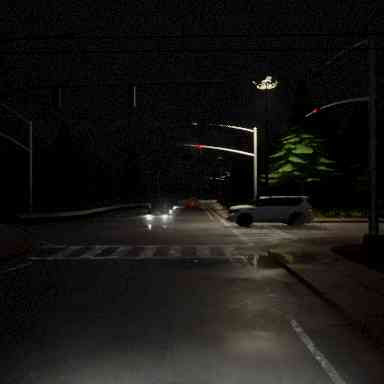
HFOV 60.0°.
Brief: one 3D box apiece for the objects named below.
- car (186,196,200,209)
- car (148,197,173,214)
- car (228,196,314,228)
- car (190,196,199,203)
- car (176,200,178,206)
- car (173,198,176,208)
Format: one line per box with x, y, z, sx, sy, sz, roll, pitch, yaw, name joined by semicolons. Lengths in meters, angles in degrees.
0.082;1.601;49.230;1.882;1.535;5.008;0;0;0;car
-3.612;1.464;36.691;2.097;1.767;4.553;0;0;0;car
5.173;1.274;22.171;5.566;2.045;2.150;0;0;2;car
0.555;1.704;73.306;1.812;1.442;4.674;0;0;2;car
-3.508;1.724;56.641;1.994;1.385;4.181;0;0;1;car
-3.598;1.641;46.562;1.837;1.490;4.892;0;0;0;car
